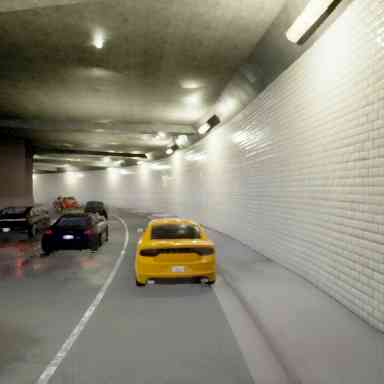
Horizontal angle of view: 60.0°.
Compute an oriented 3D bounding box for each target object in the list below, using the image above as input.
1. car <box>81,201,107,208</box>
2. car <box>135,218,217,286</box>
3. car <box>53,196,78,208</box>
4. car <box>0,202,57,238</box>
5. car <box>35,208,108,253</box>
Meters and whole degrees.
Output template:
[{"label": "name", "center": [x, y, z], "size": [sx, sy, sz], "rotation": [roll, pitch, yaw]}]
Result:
[{"label": "car", "center": [-8.392, 1.505, 28.688], "size": [1.837, 1.490, 4.892], "rotation": [0, 0, -19]}, {"label": "car", "center": [-0.553, 1.477, 9.496], "size": [1.882, 1.535, 5.008], "rotation": [0, 0, -6]}, {"label": "car", "center": [-16.665, 1.352, 43.522], "size": [2.097, 1.767, 4.553], "rotation": [0, 0, -39]}, {"label": "car", "center": [-8.837, 1.491, 17.435], "size": [2.128, 1.511, 4.902], "rotation": [0, 0, -11]}, {"label": "car", "center": [-4.638, 1.564, 13.718], "size": [1.994, 1.385, 4.181], "rotation": [0, 0, -8]}]
